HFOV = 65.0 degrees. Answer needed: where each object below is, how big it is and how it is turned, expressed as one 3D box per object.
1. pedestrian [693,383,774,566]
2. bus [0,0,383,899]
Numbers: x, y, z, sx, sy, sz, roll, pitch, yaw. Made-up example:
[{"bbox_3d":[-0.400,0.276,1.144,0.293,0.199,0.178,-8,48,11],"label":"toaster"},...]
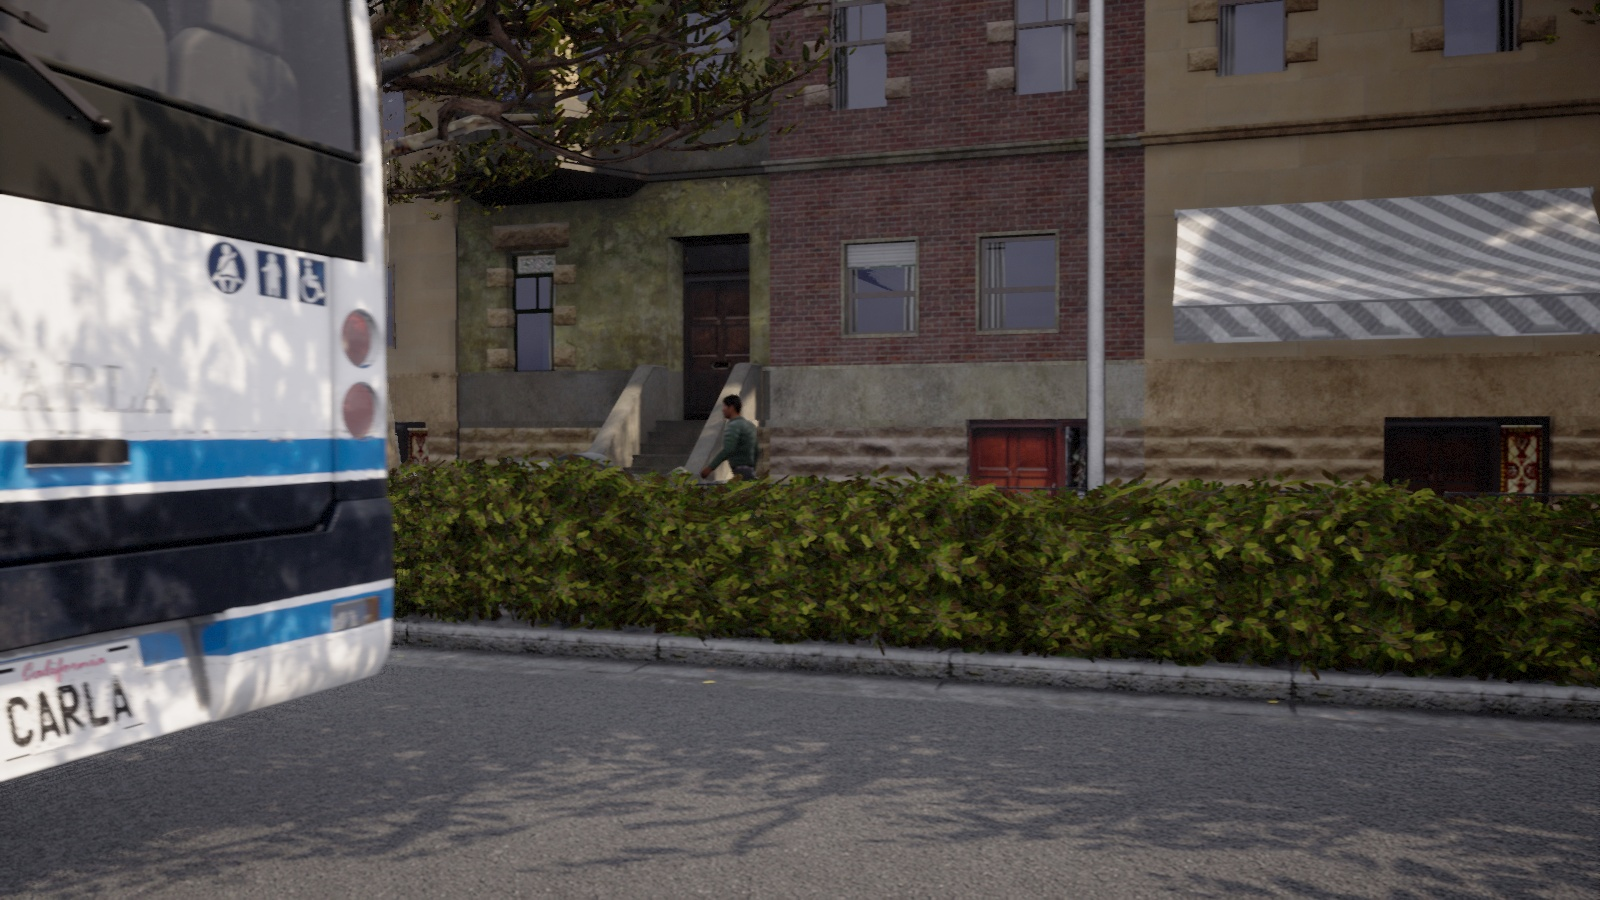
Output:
[{"bbox_3d":[-0.716,0.252,13.632,0.788,1.949,0.423,0,1,11],"label":"pedestrian"},{"bbox_3d":[-7.457,-0.686,5.667,10.273,4.253,3.944,1,1,19],"label":"bus"}]
